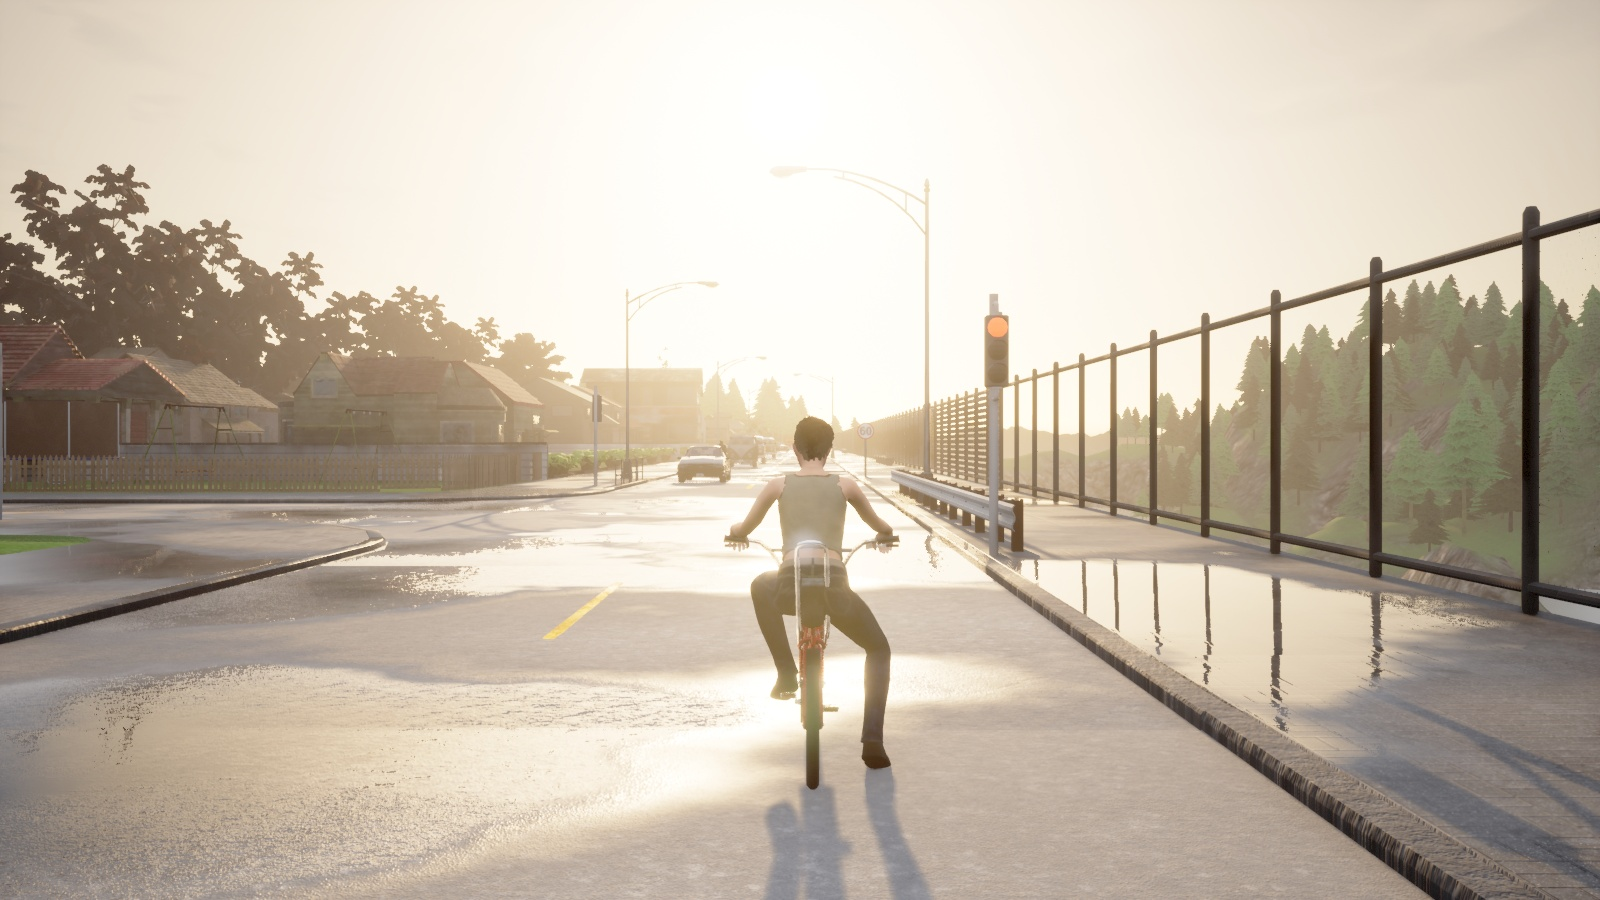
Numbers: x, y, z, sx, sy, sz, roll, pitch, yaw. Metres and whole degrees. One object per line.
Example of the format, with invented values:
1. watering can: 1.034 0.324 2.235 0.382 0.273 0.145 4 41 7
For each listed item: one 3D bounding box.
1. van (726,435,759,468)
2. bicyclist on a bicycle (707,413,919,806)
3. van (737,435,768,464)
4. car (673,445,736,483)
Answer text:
1. van: -3.522 0.059 77.568 1.775 1.987 4.442 0 0 0
2. bicyclist on a bicycle: 0.056 0.650 5.898 0.866 1.612 1.509 0 0 0
3. van: -3.442 -0.052 92.035 2.069 2.038 4.480 0 0 0
4. car: -3.690 0.513 49.200 2.033 1.411 5.357 0 0 0
